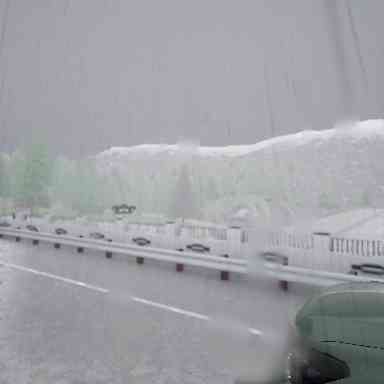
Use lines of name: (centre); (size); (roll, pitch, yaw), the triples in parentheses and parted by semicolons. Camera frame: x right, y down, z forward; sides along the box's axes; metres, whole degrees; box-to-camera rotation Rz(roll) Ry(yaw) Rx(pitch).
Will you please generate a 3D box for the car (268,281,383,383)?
car: (3.236, 1.242, 1.688); (5.566, 2.045, 2.150); (0, 0, 35)
